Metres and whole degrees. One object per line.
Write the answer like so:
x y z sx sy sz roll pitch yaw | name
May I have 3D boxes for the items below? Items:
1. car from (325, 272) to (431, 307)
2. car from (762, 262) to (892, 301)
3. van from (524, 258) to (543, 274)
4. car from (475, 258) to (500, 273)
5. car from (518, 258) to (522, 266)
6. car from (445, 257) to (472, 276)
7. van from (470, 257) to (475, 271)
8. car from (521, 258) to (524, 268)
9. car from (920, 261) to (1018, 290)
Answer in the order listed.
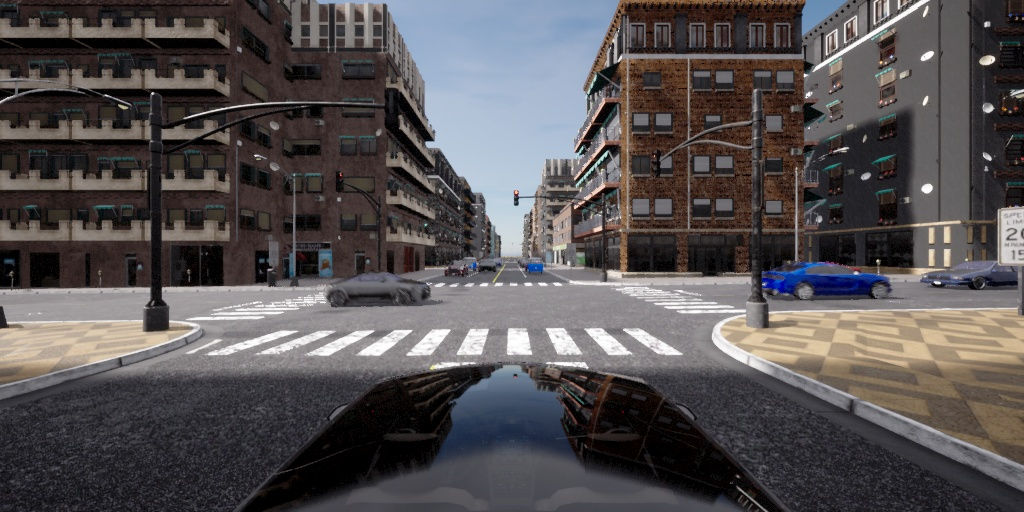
-5.654 1.373 15.410 4.181 1.385 1.994 -1 0 0 | car
13.296 1.026 15.457 5.008 1.535 1.882 -1 0 0 | car
2.614 1.081 40.834 1.690 1.789 3.998 0 0 0 | van
-2.935 1.092 43.283 2.097 1.767 4.553 0 0 0 | car
2.450 1.301 58.200 1.948 1.339 4.313 0 0 0 | car
-5.515 1.182 35.857 1.967 1.591 4.097 0 0 0 | car
-5.504 1.079 47.021 1.690 1.789 3.998 0 0 0 | van
2.565 1.283 47.038 1.888 1.381 4.507 0 0 0 | car
24.394 0.943 18.336 5.357 1.411 2.033 -1 0 0 | car
